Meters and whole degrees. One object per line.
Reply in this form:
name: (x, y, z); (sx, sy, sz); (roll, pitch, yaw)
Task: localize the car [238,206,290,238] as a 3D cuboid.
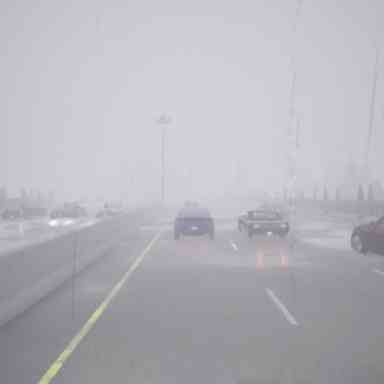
car: (3.600, 1.612, 17.653); (1.895, 1.301, 4.718); (0, 0, 0)

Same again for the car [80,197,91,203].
car: (-22.213, 1.672, 68.749); (1.994, 1.385, 4.181); (0, 0, -24)

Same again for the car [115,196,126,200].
car: (-15.015, 1.699, 69.898); (1.837, 1.490, 4.892); (0, 0, -24)

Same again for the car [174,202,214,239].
car: (0.102, 1.488, 17.500); (1.882, 1.535, 5.008); (0, 0, 0)

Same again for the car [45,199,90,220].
car: (-10.652, 1.595, 28.797); (1.994, 1.385, 4.181); (0, 0, -1)

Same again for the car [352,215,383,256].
car: (7.100, 1.356, 10.780); (2.097, 1.767, 4.553); (0, 0, 0)

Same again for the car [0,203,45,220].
car: (-14.117, 1.631, 28.231); (1.895, 1.301, 4.718); (0, 0, 0)

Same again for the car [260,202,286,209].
car: (7.092, 1.581, 30.042); (2.033, 1.411, 5.357); (0, 0, 0)

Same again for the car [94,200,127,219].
car: (-7.133, 1.633, 29.435); (1.895, 1.301, 4.718); (0, 0, 0)

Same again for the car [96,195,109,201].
car: (-18.915, 1.491, 69.965); (2.097, 1.767, 4.553); (0, 0, -24)
